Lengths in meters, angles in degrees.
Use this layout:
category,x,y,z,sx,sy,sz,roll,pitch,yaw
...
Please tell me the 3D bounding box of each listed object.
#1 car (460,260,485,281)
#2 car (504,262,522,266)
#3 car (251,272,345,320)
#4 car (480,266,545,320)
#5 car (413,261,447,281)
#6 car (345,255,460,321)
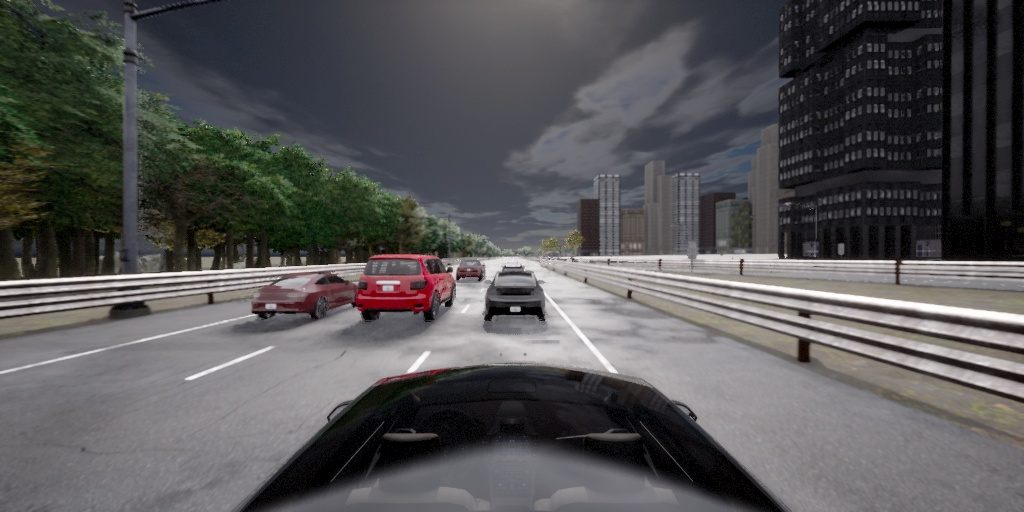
category,x,y,z,sx,sy,sz,roll,pitch,yaw
car,-3.404,1.101,30.411,2.097,1.767,4.553,0,0,0
car,0.097,1.240,30.601,2.128,1.511,4.902,0,0,0
car,-6.903,1.279,12.573,1.812,1.442,4.674,0,0,0
car,0.098,1.258,12.528,1.837,1.490,4.892,0,0,0
car,-6.904,1.254,30.733,1.837,1.490,4.892,0,0,0
car,-3.402,0.975,12.526,2.150,2.045,5.566,0,0,0
